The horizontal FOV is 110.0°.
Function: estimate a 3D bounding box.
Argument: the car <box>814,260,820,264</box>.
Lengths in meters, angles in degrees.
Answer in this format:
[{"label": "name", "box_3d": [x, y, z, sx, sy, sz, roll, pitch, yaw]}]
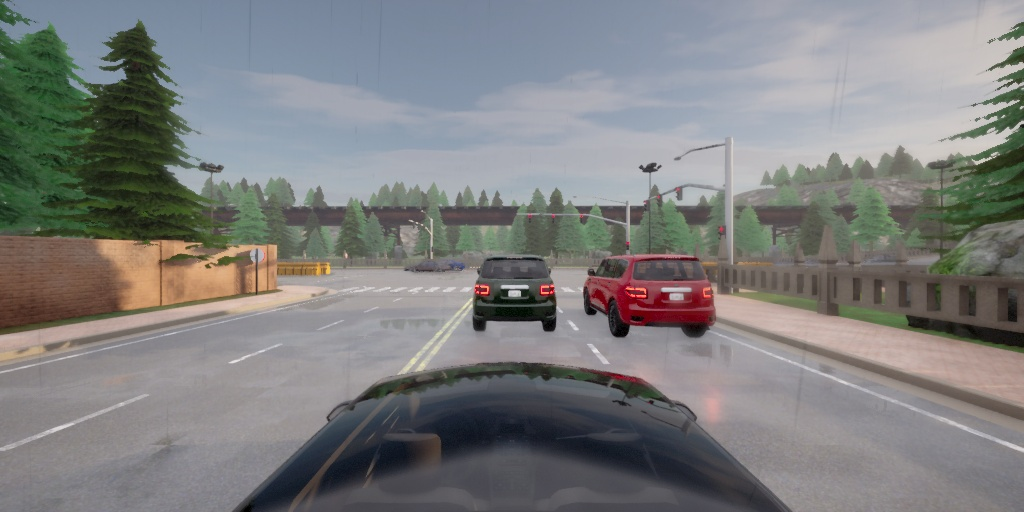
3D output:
[{"label": "car", "box_3d": [37.803, 1.246, 45.594, 5.357, 1.411, 2.033, -1, 0, 0]}]

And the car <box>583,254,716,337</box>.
[{"label": "car", "box_3d": [3.569, 0.971, 10.409, 2.150, 2.045, 5.566, 0, 0, 0]}]

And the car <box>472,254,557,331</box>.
[{"label": "car", "box_3d": [0.069, 0.971, 11.086, 2.150, 2.045, 5.566, 0, 0, 0]}]

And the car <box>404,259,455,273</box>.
[{"label": "car", "box_3d": [-9.883, 1.297, 42.311, 5.357, 1.411, 2.033, 0, 0, 0]}]

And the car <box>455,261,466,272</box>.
[{"label": "car", "box_3d": [-8.471, 1.227, 45.803, 5.008, 1.535, 1.882, 0, 0, 0]}]

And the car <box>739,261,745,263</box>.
[{"label": "car", "box_3d": [30.301, 1.314, 49.102, 4.181, 1.385, 1.994, 0, 0, 0]}]

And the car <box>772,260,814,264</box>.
[{"label": "car", "box_3d": [31.842, 1.241, 42.100, 4.902, 1.511, 2.128, 0, 0, 0]}]
